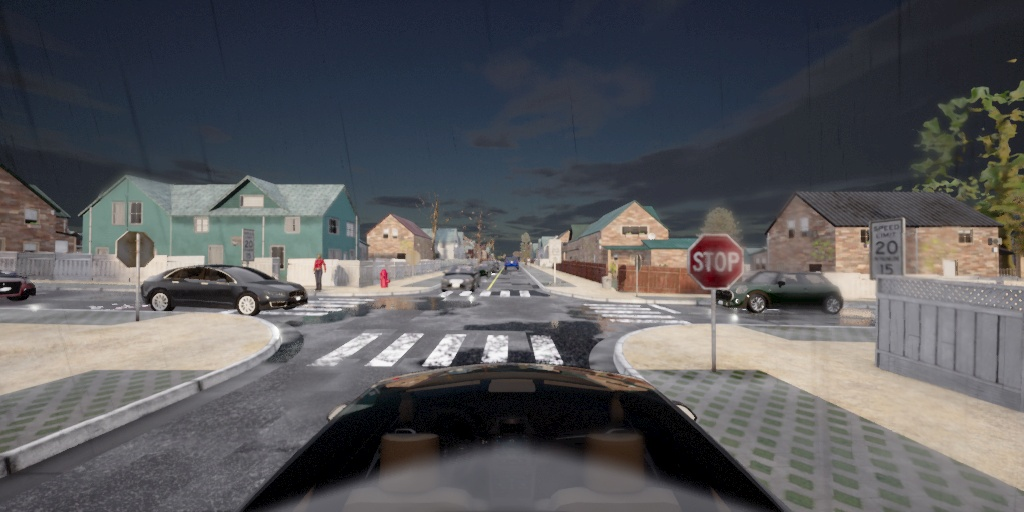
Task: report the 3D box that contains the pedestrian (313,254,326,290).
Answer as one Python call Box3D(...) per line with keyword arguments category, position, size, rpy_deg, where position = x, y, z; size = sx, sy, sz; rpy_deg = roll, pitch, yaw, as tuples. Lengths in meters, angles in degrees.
Box3D(category="pedestrian", position=(-9.667, 0.778, 17.947), size=(0.375, 1.860, 0.375), rpy_deg=(0, -2, 0))

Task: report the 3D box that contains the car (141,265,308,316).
Box3D(category="car", position=(-9.193, 1.052, 11.631), size=(4.892, 1.490, 1.837), rpy_deg=(1, -1, 6))

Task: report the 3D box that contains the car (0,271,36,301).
Box3D(category="car", position=(-19.049, 0.898, 12.055), size=(4.181, 1.385, 1.994), rpy_deg=(1, -1, -1))

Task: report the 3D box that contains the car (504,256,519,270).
Box3D(category="car", position=(-0.031, 1.073, 56.190), size=(2.150, 2.045, 5.566), rpy_deg=(0, 0, 0))

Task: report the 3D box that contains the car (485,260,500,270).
Box3D(category="car", position=(-2.929, 1.337, 55.161), size=(2.128, 1.511, 4.902), rpy_deg=(0, 0, 0))

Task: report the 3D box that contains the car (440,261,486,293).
Box3D(category="car", position=(-2.894, 1.252, 20.949), size=(2.128, 1.511, 4.902), rpy_deg=(0, 0, 0))

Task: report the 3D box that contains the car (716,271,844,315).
Box3D(category="car", position=(10.976, 1.406, 15.047), size=(4.553, 1.767, 2.097), rpy_deg=(1, -1, -1))

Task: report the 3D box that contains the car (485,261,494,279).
Box3D(category="car", position=(-2.919, 1.382, 32.876), size=(1.895, 1.301, 4.718), rpy_deg=(0, 0, 0))

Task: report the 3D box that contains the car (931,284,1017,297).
Box3D(category="car", position=(19.975, 1.822, 15.090), size=(4.181, 1.385, 1.994), rpy_deg=(1, -1, 0))

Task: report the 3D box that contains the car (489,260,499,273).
Box3D(category="car", position=(-2.944, 1.316, 44.343), size=(1.837, 1.490, 4.892), rpy_deg=(0, -1, 0))
